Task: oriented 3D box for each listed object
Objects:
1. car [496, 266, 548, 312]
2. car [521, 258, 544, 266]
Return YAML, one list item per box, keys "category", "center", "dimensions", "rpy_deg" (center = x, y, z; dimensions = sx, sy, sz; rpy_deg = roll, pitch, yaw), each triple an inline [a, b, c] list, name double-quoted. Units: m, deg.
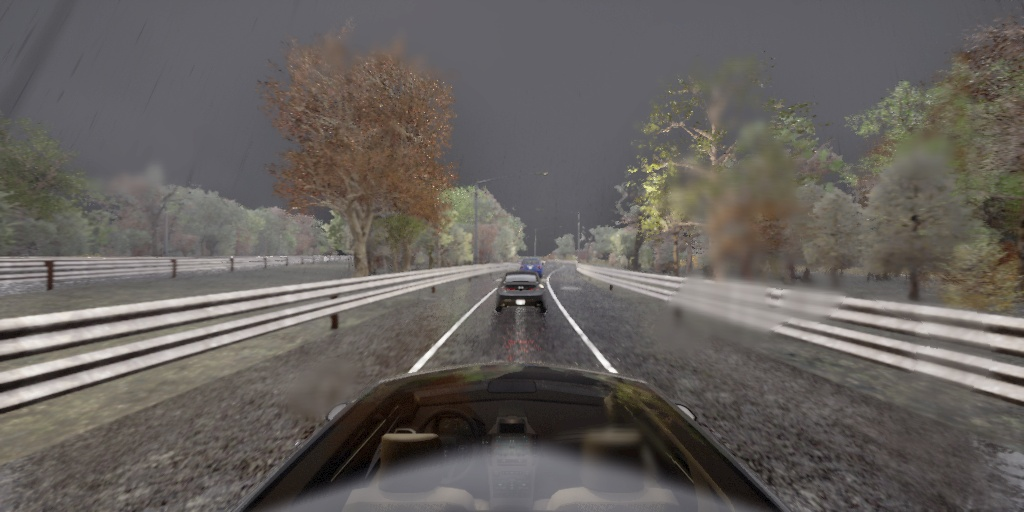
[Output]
- category: "car"
  center: [0.401, 1.353, 14.858]
  dimensions: [1.837, 1.490, 4.892]
  rpy_deg: [0, 0, 2]
- category: "car"
  center: [2.061, 1.247, 36.775]
  dimensions: [2.150, 2.045, 5.566]
  rpy_deg: [0, 0, 6]
